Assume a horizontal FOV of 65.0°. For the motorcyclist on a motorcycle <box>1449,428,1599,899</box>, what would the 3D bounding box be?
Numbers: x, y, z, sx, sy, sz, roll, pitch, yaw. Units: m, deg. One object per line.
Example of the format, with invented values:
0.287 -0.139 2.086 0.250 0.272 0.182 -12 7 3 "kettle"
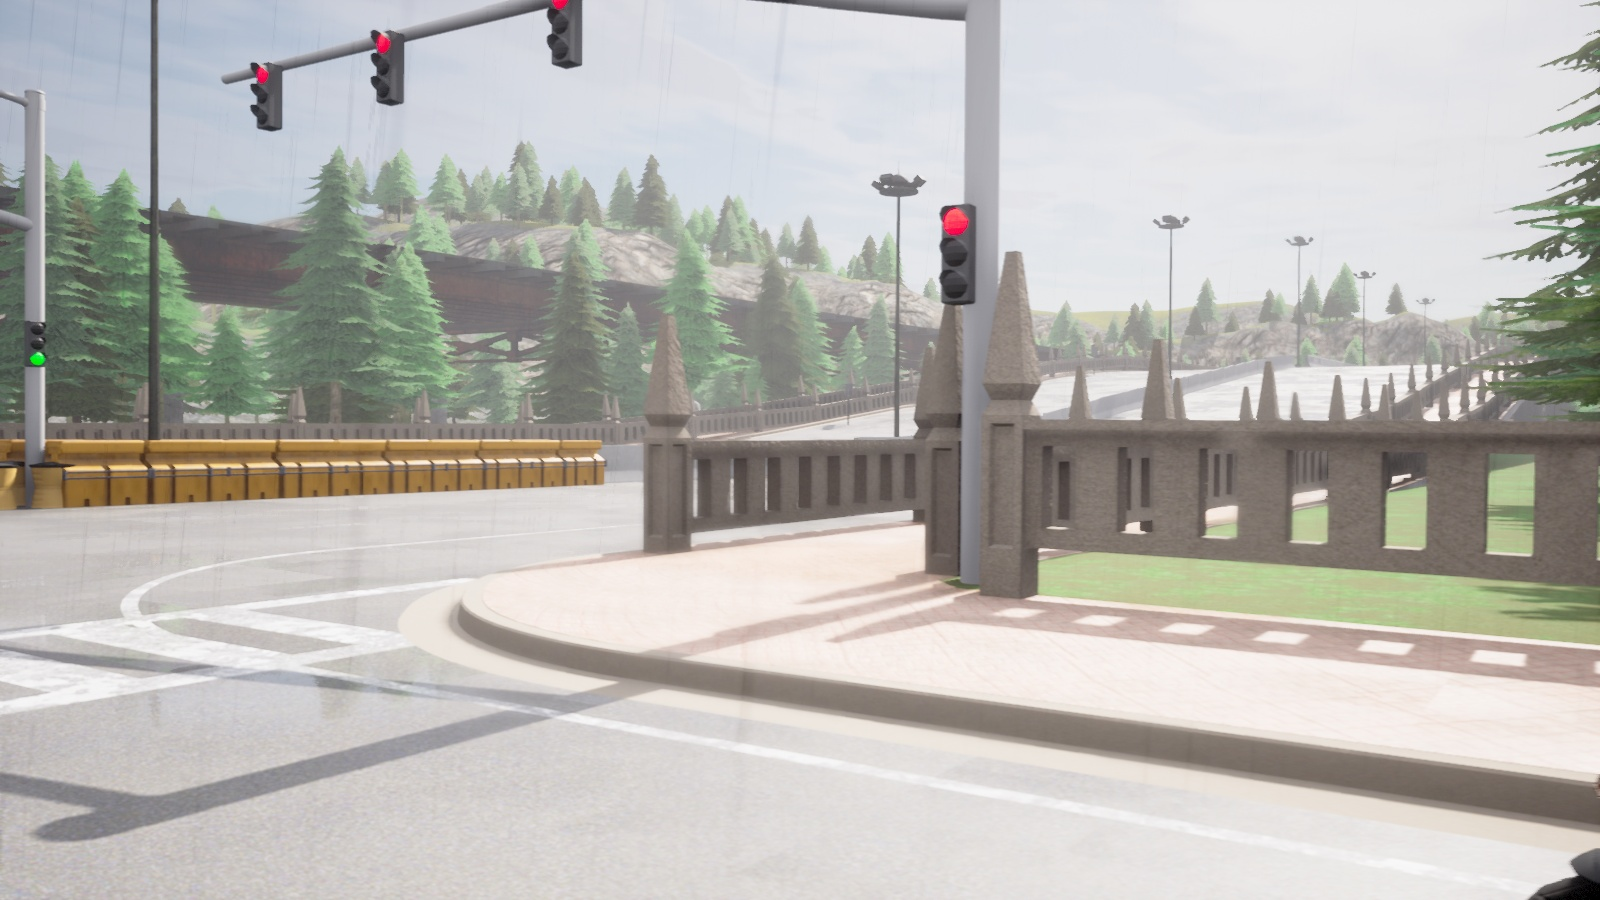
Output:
2.352 0.715 2.061 2.191 1.530 0.866 0 1 34 "motorcyclist on a motorcycle"
